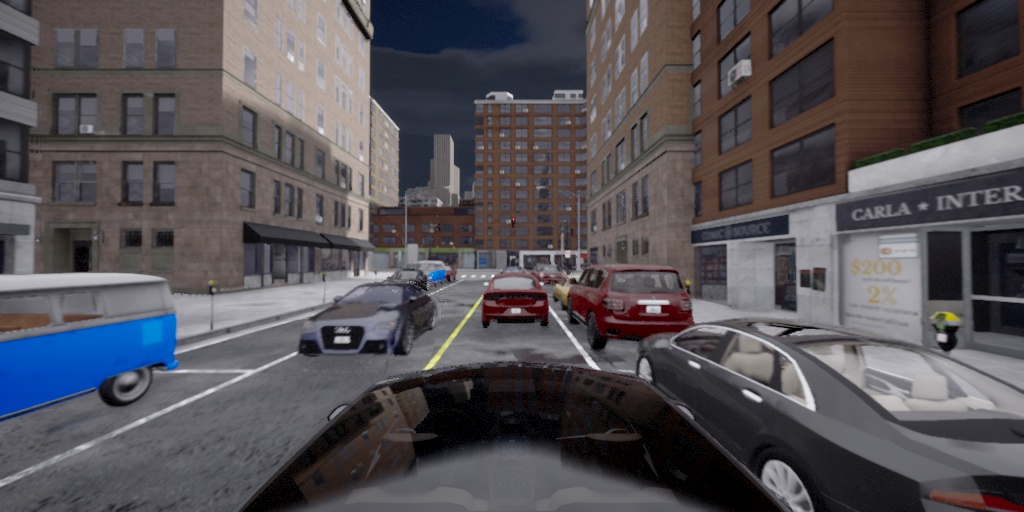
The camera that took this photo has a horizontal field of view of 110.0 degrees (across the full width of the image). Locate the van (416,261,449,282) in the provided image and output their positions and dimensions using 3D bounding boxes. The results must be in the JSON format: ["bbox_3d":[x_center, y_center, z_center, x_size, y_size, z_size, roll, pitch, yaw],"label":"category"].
[{"bbox_3d":[-5.858,1.241,25.612,1.690,1.789,3.998,0,0,0],"label":"van"}]

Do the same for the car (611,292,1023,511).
[{"bbox_3d":[2.668,1.311,3.682,2.007,1.370,4.403,0,0,0],"label":"car"}]

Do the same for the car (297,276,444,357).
[{"bbox_3d":[-3.100,1.353,8.540,1.994,1.385,4.181,0,0,0],"label":"car"}]

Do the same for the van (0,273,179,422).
[{"bbox_3d":[-5.857,1.101,3.685,1.690,1.789,3.998,0,0,0],"label":"van"}]

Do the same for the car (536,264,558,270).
[{"bbox_3d":[2.667,1.341,25.611,1.967,1.591,4.097,0,0,0],"label":"car"}]

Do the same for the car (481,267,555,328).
[{"bbox_3d":[0.067,1.287,11.746,1.882,1.535,5.008,0,0,-1],"label":"car"}]

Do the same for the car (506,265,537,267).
[{"bbox_3d":[0.097,1.361,20.979,2.128,1.511,4.902,0,0,0],"label":"car"}]

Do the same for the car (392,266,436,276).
[{"bbox_3d":[-5.858,1.430,20.130,1.948,1.339,4.313,0,0,0],"label":"car"}]

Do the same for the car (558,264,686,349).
[{"bbox_3d":[2.668,1.108,9.163,2.192,1.841,5.009,0,0,0],"label":"car"}]

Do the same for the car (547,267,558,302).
[{"bbox_3d":[2.668,1.353,14.816,1.751,1.417,4.829,0,0,0],"label":"car"}]

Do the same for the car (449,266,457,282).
[{"bbox_3d":[-5.859,1.482,31.095,1.888,1.381,4.507,0,0,0],"label":"car"}]
